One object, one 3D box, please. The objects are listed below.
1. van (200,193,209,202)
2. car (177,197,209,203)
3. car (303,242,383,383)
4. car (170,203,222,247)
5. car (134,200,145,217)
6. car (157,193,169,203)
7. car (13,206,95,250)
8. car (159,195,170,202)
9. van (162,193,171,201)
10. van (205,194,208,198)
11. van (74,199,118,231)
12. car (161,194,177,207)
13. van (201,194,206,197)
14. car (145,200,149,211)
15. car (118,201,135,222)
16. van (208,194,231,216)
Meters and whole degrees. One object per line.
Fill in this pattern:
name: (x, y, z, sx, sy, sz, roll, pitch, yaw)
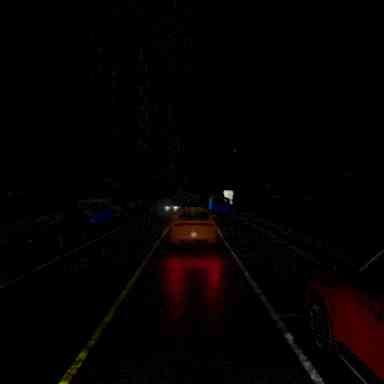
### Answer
van: (2.656, 1.228, 70.862, 1.690, 1.788, 3.998, 0, 0, 0)
car: (0.063, 1.467, 28.893, 2.128, 1.511, 4.902, 0, 0, 0)
car: (2.669, 1.314, 2.968, 2.192, 1.841, 5.009, 0, 0, 0)
car: (0.074, 1.468, 14.942, 1.882, 1.535, 5.008, 0, -1, 0)
car: (-5.862, 1.553, 31.229, 1.802, 1.307, 4.206, 0, 0, 0)
car: (-5.869, 1.468, 65.192, 1.947, 1.339, 4.313, 0, 0, 0)
car: (-5.859, 1.535, 14.247, 1.887, 1.381, 4.507, 0, 0, 0)
car: (-5.870, 1.431, 70.852, 1.887, 1.381, 4.507, 0, 0, 0)
van: (-5.870, 1.211, 76.511, 1.690, 1.788, 3.998, 0, 0, 0)
van: (2.663, 1.304, 36.916, 1.690, 1.788, 3.998, 0, 0, 0)
van: (-5.859, 1.326, 19.908, 1.690, 1.788, 3.998, 0, 0, 0)
car: (-3.090, 1.483, 51.312, 2.033, 1.411, 5.357, 0, 0, 0)
van: (2.657, 1.243, 65.205, 1.690, 1.788, 3.998, 0, 0, 0)
car: (-5.863, 1.508, 36.889, 1.887, 1.381, 4.507, 0, 0, 0)
car: (-5.861, 1.561, 25.568, 1.802, 1.307, 4.206, 0, 0, 0)
van: (2.663, 1.312, 31.258, 1.690, 1.788, 3.998, 0, 0, 0)
